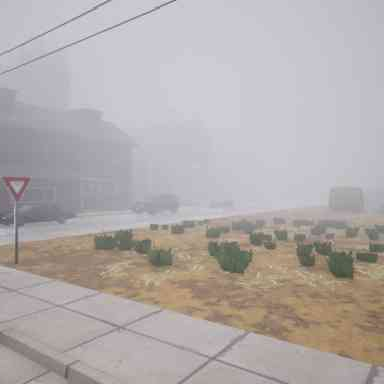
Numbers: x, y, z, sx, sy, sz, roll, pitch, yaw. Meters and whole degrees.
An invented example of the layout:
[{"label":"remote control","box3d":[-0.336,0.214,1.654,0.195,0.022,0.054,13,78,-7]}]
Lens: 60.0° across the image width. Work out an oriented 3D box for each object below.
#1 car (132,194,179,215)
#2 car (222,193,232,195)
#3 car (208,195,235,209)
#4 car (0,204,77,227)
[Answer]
[{"label":"car","box3d":[-3.547,1.194,33.478,2.150,2.045,5.566,0,0,35]},{"label":"car","box3d":[5.758,1.118,54.091,1.905,1.878,3.866,6,1,-8]},{"label":"car","box3d":[4.055,1.499,44.377,1.812,1.442,4.674,0,0,35]},{"label":"car","box3d":[-10.726,1.521,23.115,2.033,1.411,5.357,0,0,35]}]
